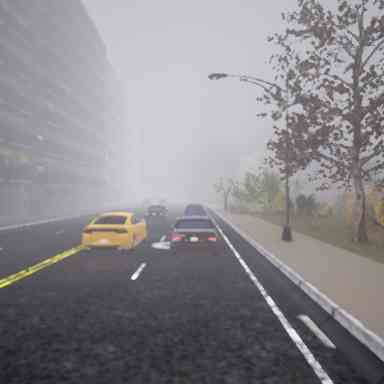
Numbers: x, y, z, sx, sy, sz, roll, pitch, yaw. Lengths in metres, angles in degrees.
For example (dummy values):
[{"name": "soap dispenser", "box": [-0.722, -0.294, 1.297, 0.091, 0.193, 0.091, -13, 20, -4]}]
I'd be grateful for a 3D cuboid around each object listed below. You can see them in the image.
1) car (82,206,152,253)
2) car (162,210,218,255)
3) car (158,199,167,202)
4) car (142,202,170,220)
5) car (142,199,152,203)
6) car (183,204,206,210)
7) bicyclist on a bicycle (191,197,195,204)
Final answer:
[{"name": "car", "box": [-3.149, 1.614, 14.389, 1.882, 1.535, 5.008, 0, 0, 1]}, {"name": "car", "box": [0.092, 1.680, 13.867, 2.033, 1.411, 5.357, 0, -1, 1]}, {"name": "car", "box": [-6.298, 2.185, 71.006, 1.837, 1.490, 4.892, 0, -1, -1]}, {"name": "car", "box": [-3.015, 1.824, 28.898, 2.033, 1.411, 5.357, 0, -1, 1]}, {"name": "car", "box": [-9.546, 2.185, 70.885, 1.837, 1.490, 4.892, 0, -1, -1]}, {"name": "car", "box": [0.243, 1.760, 29.360, 1.882, 1.535, 5.008, 0, 0, 1]}, {"name": "bicyclist on a bicycle", "box": [0.368, 2.325, 89.817, 0.582, 1.620, 1.656, 0, -1, -3]}]
